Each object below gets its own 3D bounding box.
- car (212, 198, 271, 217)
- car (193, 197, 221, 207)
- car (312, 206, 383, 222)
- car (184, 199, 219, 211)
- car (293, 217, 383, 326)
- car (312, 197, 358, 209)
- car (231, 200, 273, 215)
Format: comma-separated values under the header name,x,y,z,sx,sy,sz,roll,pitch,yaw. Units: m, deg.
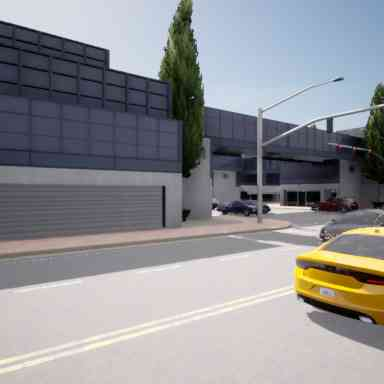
name,x,y,z,sx,sy,sz,roll,pitch,yaw
car,4.640,1.547,32.067,2.033,1.411,5.357,0,0,-37
car,2.364,1.525,52.936,1.812,1.442,4.674,0,0,-37
car,7.100,1.505,13.530,4.892,1.490,1.837,0,0,-37
car,1.133,1.601,42.586,1.895,1.301,4.718,0,0,-37
car,4.206,1.478,6.843,5.008,1.535,1.882,0,0,-36
car,15.207,1.352,35.607,2.097,1.767,4.553,0,0,-39
car,6.365,1.564,35.601,1.994,1.385,4.181,0,0,-37
